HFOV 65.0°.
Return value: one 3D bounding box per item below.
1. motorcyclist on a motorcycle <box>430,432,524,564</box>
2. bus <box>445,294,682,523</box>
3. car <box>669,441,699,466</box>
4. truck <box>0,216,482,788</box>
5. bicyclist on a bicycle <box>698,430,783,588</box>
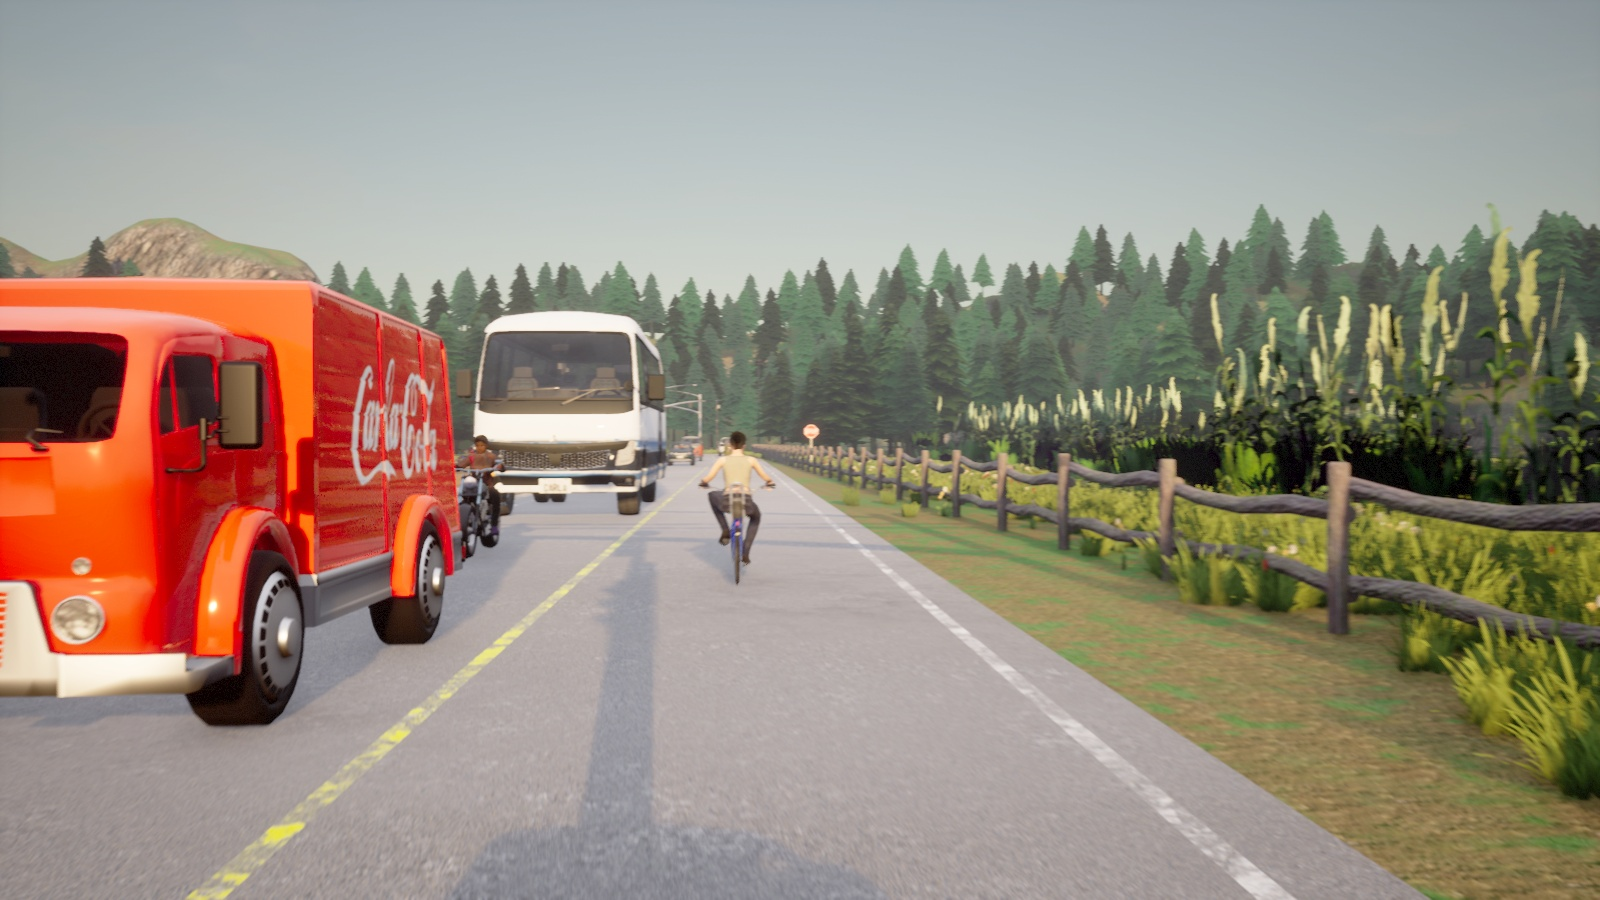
[{"bbox_3d":[-4.324,0.593,16.970,0.766,1.649,2.350,0,1,-3],"label":"motorcyclist on a motorcycle"},{"bbox_3d":[-4.892,-0.805,28.611,3.944,4.253,10.273,0,0,-3],"label":"bus"},{"bbox_3d":[-7.436,0.236,80.745,1.789,1.549,3.705,0,0,-3],"label":"car"},{"bbox_3d":[-3.890,0.211,8.001,2.627,2.467,5.204,0,0,-3],"label":"truck"},{"bbox_3d":[-0.651,0.600,13.593,0.866,1.612,1.509,0,0,-3],"label":"bicyclist on a bicycle"}]
